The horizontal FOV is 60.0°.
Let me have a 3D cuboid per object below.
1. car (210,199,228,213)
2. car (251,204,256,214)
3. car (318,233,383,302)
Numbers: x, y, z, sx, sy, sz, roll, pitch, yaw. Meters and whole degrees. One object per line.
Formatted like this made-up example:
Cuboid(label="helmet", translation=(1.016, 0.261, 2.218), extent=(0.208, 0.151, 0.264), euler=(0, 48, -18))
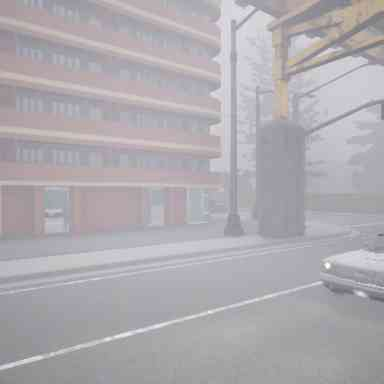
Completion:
Cuboid(label="car", translation=(1.972, 1.526, 36.878), extent=(1.812, 1.442, 4.674), euler=(0, 0, -35))
Cuboid(label="car", translation=(7.367, 1.478, 29.208), extent=(1.882, 1.535, 5.008), euler=(0, 0, -35))
Cuboid(label="car", translation=(4.961, 1.601, 7.524), extent=(4.718, 1.301, 1.895), euler=(0, 0, -35))
